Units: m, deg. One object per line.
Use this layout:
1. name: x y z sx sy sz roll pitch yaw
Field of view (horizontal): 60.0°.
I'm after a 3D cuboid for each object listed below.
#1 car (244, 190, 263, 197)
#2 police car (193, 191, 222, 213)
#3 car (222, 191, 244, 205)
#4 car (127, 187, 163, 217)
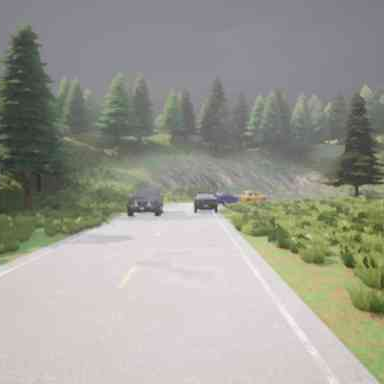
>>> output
1. car: 6.956 0.560 39.852 5.366 1.575 1.801 -1 2 -39
2. police car: 1.101 0.796 27.872 1.930 1.638 5.238 0 1 0
3. car: 3.412 0.669 35.912 1.882 1.535 5.008 1 2 32
4. car: -3.313 0.666 24.393 2.150 2.045 5.566 0 1 -1
